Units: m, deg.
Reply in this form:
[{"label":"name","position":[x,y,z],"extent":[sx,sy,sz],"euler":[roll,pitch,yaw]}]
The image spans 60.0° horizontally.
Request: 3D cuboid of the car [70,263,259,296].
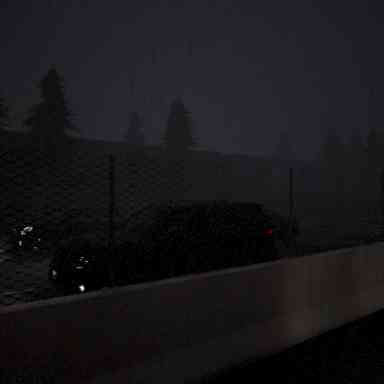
[{"label":"car","position":[-0.398,1.247,8.007],"extent":[5.566,2.045,2.150],"euler":[0,0,-35]}]
